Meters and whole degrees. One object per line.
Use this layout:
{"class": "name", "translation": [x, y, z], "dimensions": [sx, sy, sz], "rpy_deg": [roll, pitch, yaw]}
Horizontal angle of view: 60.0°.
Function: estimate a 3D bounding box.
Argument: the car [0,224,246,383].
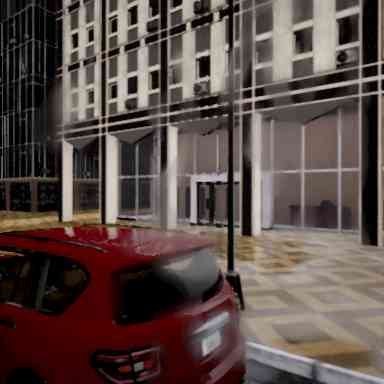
{"class": "car", "translation": [-1.779, 1.342, 4.142], "dimensions": [5.009, 1.841, 2.192], "rpy_deg": [0, 0, 36]}
